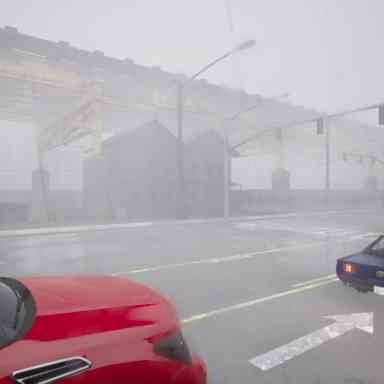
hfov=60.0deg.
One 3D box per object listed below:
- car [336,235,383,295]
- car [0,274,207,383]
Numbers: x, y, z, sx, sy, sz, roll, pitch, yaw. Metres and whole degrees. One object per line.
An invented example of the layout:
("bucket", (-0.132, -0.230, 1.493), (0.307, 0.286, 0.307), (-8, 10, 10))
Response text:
("car", (5.427, 1.601, 7.616), (4.718, 1.301, 1.895), (0, 0, -35))
("car", (-2.526, 1.221, 1.943), (5.566, 2.045, 2.150), (0, 0, -36))
